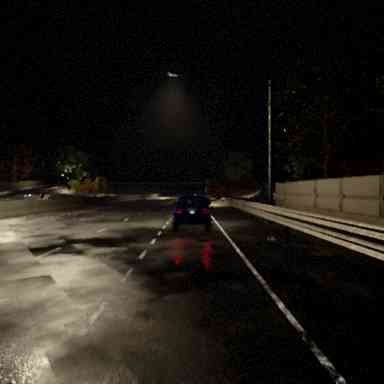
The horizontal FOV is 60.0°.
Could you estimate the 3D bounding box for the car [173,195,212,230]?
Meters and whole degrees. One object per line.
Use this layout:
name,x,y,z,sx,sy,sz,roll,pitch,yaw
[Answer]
car,0.009,1.189,20.783,2.150,2.045,5.566,0,0,0

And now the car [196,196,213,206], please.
car,2.199,1.467,57.206,2.128,1.511,4.902,2,1,13
